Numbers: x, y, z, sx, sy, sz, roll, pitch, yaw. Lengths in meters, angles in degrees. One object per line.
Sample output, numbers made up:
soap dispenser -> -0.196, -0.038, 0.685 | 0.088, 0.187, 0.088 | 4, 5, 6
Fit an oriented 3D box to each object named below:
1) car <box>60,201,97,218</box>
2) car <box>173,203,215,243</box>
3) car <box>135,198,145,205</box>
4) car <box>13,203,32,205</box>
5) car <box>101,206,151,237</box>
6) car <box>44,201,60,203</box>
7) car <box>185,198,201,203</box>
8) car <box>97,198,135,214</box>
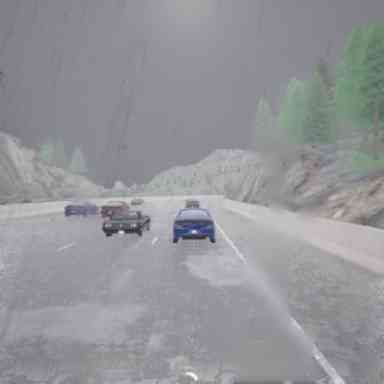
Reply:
car -> -10.415, 1.570, 31.586 | 1.882, 1.535, 5.008 | 0, 0, 0
car -> 0.092, 1.527, 16.520 | 1.882, 1.535, 5.008 | 0, 0, 0
car -> -9.910, 1.744, 61.122 | 1.994, 1.385, 4.181 | 0, 0, 4
car -> -24.551, 1.688, 48.041 | 2.033, 1.411, 5.357 | 0, 0, 1
car -> -3.409, 1.655, 18.285 | 1.895, 1.301, 4.718 | 0, 0, 0
car -> -21.023, 1.645, 49.368 | 1.837, 1.490, 4.892 | 0, 0, 1
car -> 0.092, 1.641, 45.667 | 1.837, 1.490, 4.892 | 0, 0, 0
car -> -6.915, 1.568, 30.723 | 1.882, 1.535, 5.008 | 0, 0, 0
